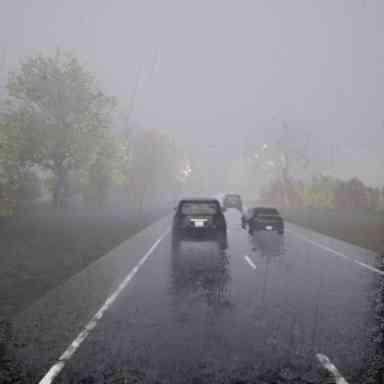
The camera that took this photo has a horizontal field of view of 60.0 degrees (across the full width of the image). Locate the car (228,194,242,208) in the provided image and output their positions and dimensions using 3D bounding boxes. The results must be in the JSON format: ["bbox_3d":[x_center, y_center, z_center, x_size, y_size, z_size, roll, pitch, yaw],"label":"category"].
[{"bbox_3d":[4.768,1.274,39.979,2.150,2.045,5.566,0,0,3],"label":"car"}]

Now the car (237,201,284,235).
[{"bbox_3d":[3.951,1.539,19.164,1.837,1.490,4.892,0,1,2],"label":"car"}]

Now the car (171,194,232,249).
[{"bbox_3d":[0.330,1.238,14.755,2.150,2.045,5.566,0,0,1],"label":"car"}]

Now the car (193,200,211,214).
[{"bbox_3d":[1.145,1.639,37.571,1.895,1.301,4.718,0,0,3],"label":"car"}]
